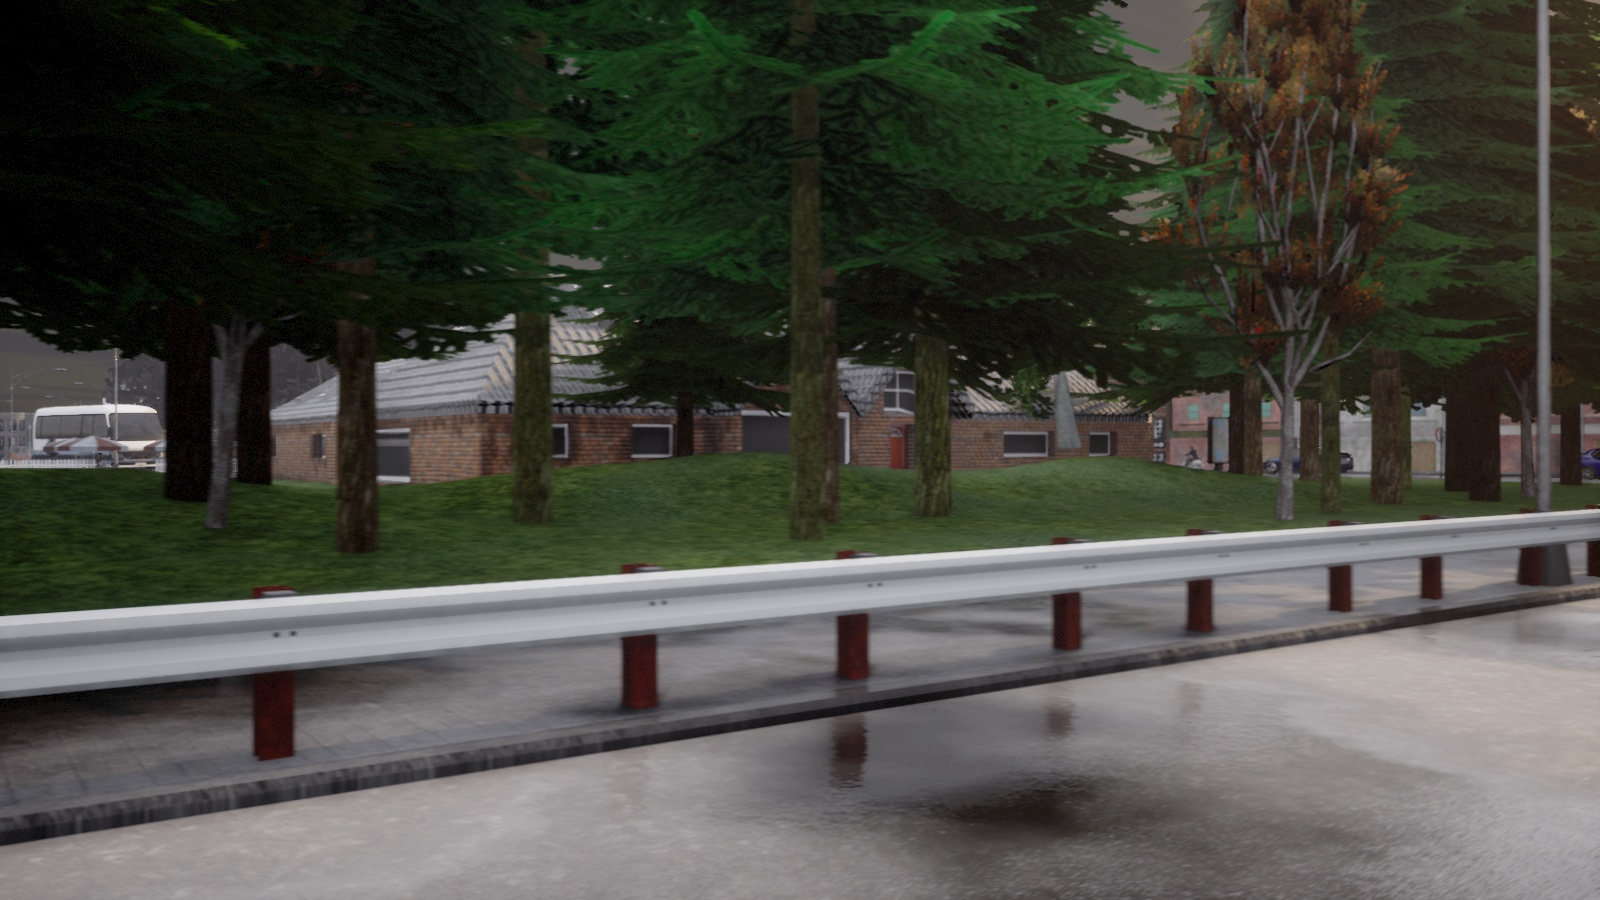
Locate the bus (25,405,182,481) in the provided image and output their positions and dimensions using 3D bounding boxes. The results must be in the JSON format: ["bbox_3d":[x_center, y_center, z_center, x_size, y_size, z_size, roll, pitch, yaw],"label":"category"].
[{"bbox_3d":[-42.019,-0.417,75.624,10.273,4.253,3.944,0,2,34],"label":"bus"}]

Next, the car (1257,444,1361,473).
[{"bbox_3d":[27.453,0.433,67.907,2.163,1.488,4.792,-1,0,-35],"label":"car"}]

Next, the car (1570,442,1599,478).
[{"bbox_3d":[34.127,0.419,51.272,1.816,1.474,4.193,-1,0,-35],"label":"car"}]

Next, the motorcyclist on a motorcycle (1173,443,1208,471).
[{"bbox_3d":[23.073,0.411,74.218,0.866,1.590,1.817,-1,0,-35],"label":"motorcyclist on a motorcycle"}]
